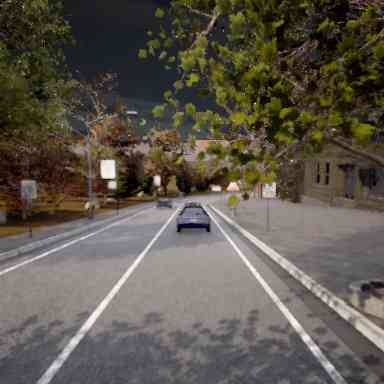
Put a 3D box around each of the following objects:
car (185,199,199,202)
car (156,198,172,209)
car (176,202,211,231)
[{"bbox_3d":[0.086,1.496,40.530,1.895,1.301,4.718,0,2,0],"label":"car"},{"bbox_3d":[-3.575,1.467,43.752,2.033,1.411,5.357,0,0,1],"label":"car"},{"bbox_3d":[0.092,1.526,20.301,1.994,1.385,4.181,0,0,0],"label":"car"}]
